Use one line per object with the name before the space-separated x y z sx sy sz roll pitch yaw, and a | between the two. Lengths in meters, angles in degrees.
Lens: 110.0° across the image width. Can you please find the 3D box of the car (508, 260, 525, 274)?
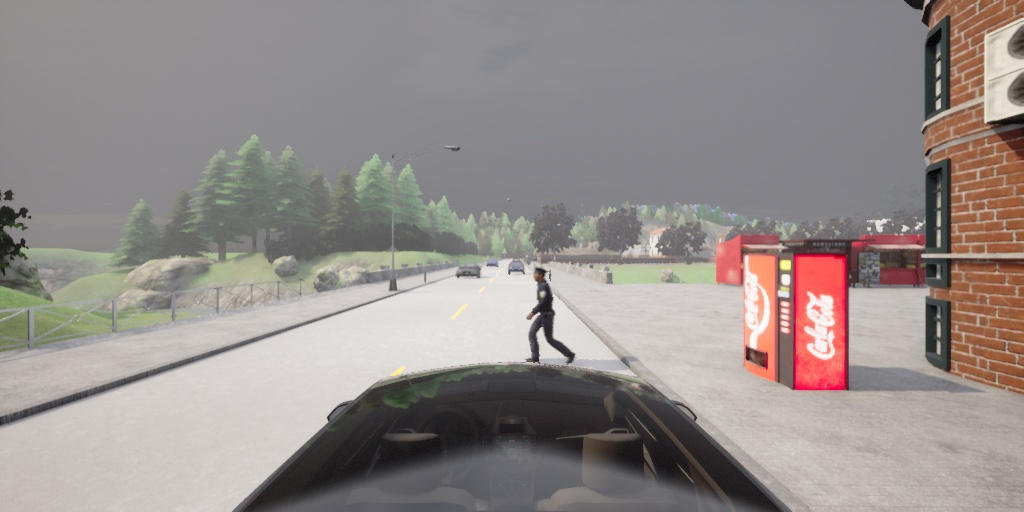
car | 0.535 1.270 40.584 2.033 1.411 5.357 0 0 2

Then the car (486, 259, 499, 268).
car | -3.322 1.189 61.649 1.882 1.535 5.008 0 1 1

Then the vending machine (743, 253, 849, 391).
vending machine | 4.343 0.943 5.583 1.100 2.100 0.880 0 0 1

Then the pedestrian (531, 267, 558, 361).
pedestrian | 0.582 1.041 6.563 0.375 1.860 0.375 0 0 1

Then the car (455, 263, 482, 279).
car | -3.752 1.294 31.909 1.994 1.385 4.181 0 0 1
